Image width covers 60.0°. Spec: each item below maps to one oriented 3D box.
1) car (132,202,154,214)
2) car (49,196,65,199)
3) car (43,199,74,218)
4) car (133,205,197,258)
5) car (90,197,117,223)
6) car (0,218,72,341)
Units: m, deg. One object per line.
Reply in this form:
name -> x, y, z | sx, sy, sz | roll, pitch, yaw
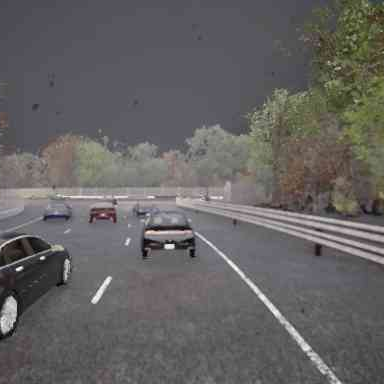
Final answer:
car -> -4.263, 1.554, 29.799 | 1.895, 1.301, 4.718 | 0, 0, -15
car -> -31.714, 1.560, 77.839 | 4.718, 1.301, 1.895 | 0, 0, 44
car -> -10.871, 1.550, 27.312 | 1.994, 1.385, 4.181 | 0, 0, -15
car -> -0.967, 1.468, 12.701 | 2.128, 1.511, 4.902 | 0, 0, -6
car -> -6.839, 1.451, 25.705 | 1.882, 1.535, 5.008 | 0, 0, -14
car -> -3.807, 1.507, 6.434 | 1.837, 1.490, 4.892 | 0, 0, -4
